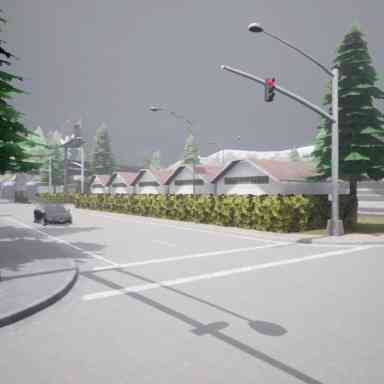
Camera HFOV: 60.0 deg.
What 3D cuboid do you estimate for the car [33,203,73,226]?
[{"bbox_3d":[-9.968,1.575,23.646,1.837,1.490,4.892,0,2,-36],"label":"car"}]
